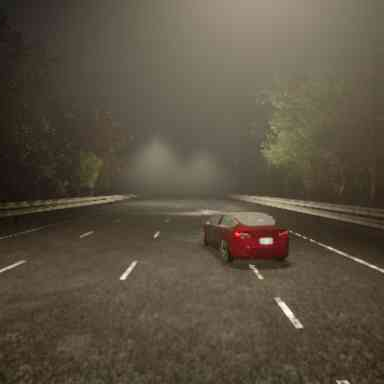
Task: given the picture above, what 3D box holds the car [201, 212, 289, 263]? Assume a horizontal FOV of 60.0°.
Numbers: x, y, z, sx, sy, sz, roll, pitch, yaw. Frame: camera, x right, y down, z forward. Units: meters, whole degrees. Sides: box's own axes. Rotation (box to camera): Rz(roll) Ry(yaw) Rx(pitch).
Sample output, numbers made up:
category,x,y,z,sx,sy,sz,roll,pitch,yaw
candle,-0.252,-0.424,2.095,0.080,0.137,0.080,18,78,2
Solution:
category,x,y,z,sx,sy,sz,roll,pitch,yaw
car,1.661,1.409,11.689,2.163,1.488,4.792,0,0,-11
